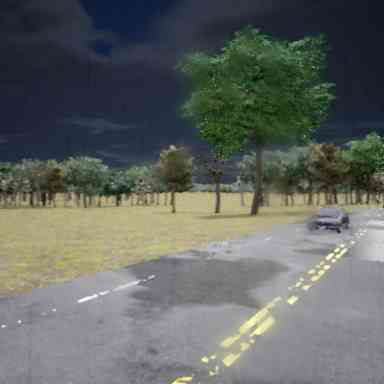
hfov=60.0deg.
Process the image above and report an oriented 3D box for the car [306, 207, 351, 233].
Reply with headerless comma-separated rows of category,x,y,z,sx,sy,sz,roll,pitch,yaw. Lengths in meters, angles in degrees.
car,8.686,1.662,20.816,2.033,1.411,5.357,0,0,33
